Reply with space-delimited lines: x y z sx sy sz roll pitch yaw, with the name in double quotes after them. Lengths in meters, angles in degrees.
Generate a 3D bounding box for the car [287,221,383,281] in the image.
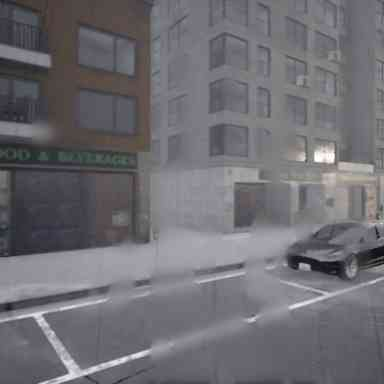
4.695 1.566 9.876 4.313 1.339 1.947 0 0 -35 "car"
